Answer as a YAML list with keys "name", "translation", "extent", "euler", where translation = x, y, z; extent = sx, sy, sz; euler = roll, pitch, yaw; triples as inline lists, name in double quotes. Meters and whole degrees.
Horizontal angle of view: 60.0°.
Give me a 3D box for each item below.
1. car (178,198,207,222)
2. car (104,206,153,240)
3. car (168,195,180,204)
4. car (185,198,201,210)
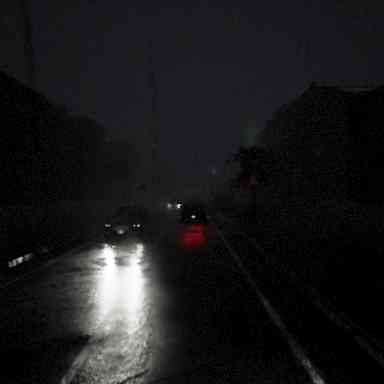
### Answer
- name: "car"
  translation: [0.098, 1.476, 25.856]
  extent: [1.837, 1.490, 4.892]
  euler: [0, 1, 0]
- name: "car"
  translation: [-3.100, 1.482, 16.953]
  extent: [2.128, 1.511, 4.902]
  euler: [0, 0, 0]
- name: "car"
  translation: [-3.060, 1.345, 57.841]
  extent: [1.882, 1.535, 5.008]
  euler: [0, 0, 0]
- name: "car"
  translation: [0.097, 1.472, 42.706]
  extent: [1.994, 1.385, 4.181]
  euler: [0, 0, 0]
